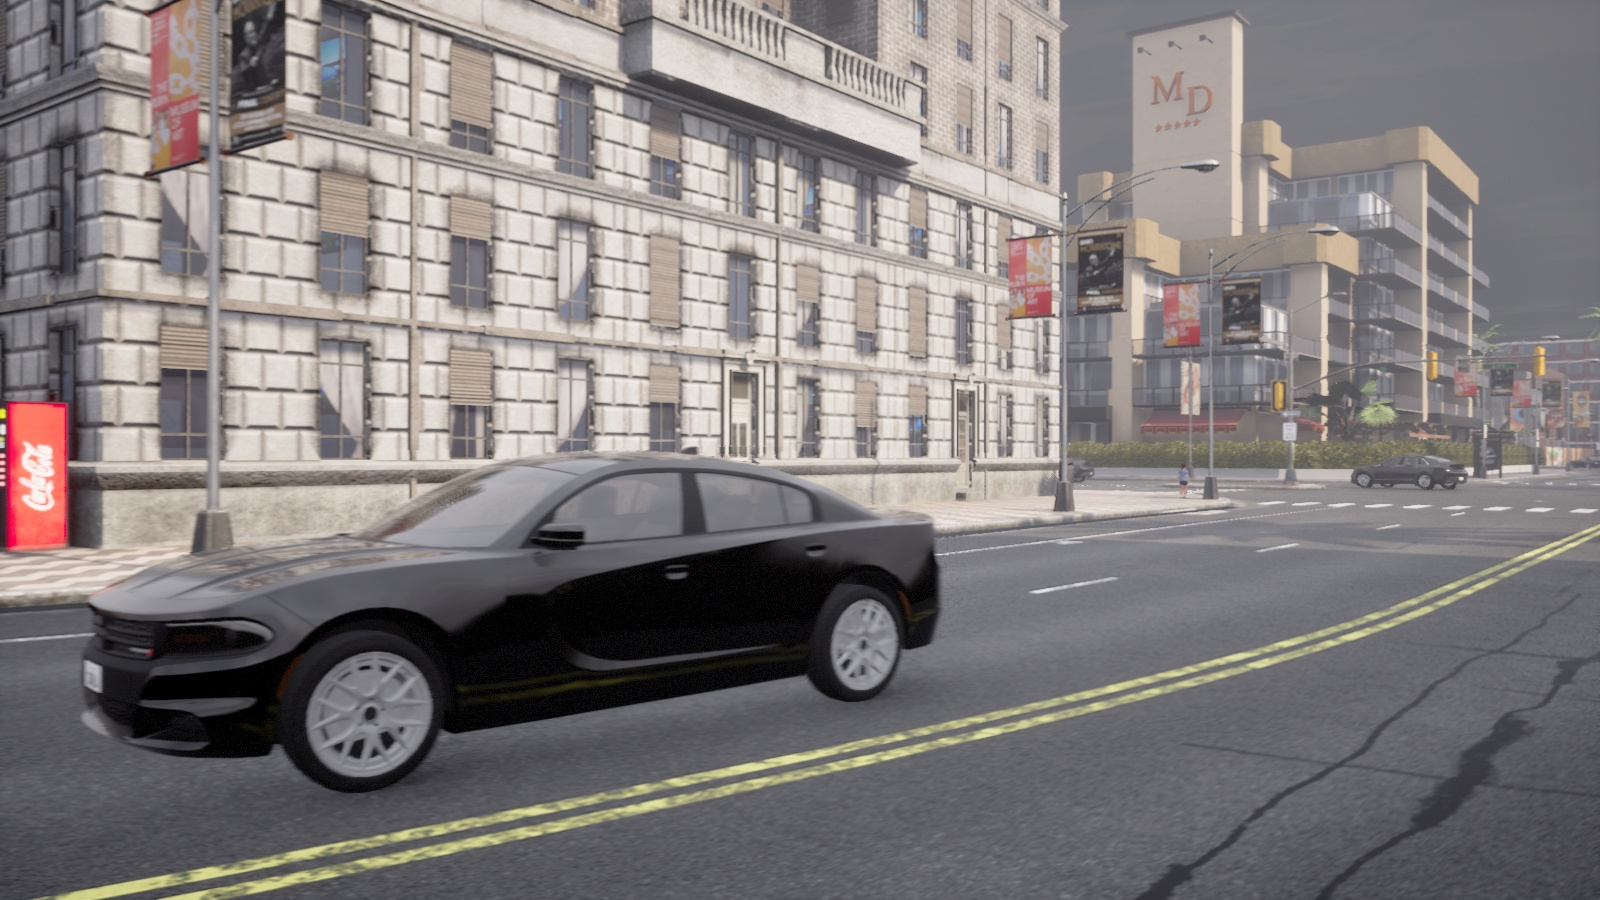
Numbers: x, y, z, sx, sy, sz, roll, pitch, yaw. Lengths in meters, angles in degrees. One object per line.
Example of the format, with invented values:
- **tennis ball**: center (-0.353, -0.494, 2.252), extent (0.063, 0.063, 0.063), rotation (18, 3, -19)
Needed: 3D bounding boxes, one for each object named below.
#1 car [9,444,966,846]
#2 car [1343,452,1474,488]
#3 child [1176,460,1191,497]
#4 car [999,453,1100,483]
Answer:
- **car**: center (-1.410, 0.748, 7.173), extent (5.008, 1.535, 1.882), rotation (0, 0, -42)
- **car**: center (26.426, 0.848, 54.726), extent (1.837, 1.490, 4.892), rotation (0, 0, -32)
- **child**: center (11.564, 0.867, 37.848), extent (0.394, 1.110, 0.255), rotation (0, 0, -44)
- **car**: center (13.048, 0.916, 65.847), extent (4.892, 1.490, 1.837), rotation (0, 0, 37)
